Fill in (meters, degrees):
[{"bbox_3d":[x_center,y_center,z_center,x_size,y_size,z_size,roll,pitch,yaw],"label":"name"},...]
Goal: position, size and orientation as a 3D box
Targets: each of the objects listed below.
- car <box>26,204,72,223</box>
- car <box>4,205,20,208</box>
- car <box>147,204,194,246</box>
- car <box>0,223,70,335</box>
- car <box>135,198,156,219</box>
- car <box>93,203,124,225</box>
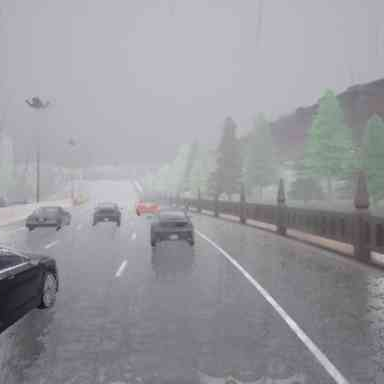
[{"bbox_3d":[-9.010,1.611,21.241,2.033,1.411,5.357,0,0,-11],"label":"car"},{"bbox_3d":[-20.335,1.635,38.843,1.837,1.490,4.892,0,0,-13],"label":"car"},{"bbox_3d":[-1.030,1.530,15.521,1.837,1.490,4.892,0,0,-8],"label":"car"},{"bbox_3d":[-3.602,1.513,4.944,2.128,1.511,4.902,0,0,-2],"label":"car"},{"bbox_3d":[-4.720,1.414,34.132,2.097,1.767,4.553,0,0,-13],"label":"car"},{"bbox_3d":[-6.183,1.563,24.531,1.837,1.490,4.892,0,0,-12],"label":"car"}]
